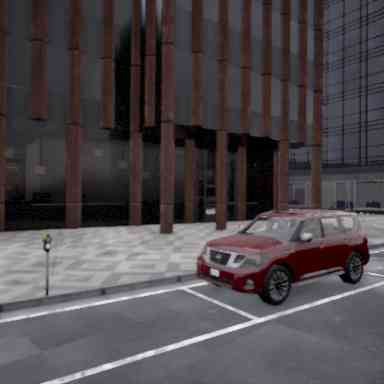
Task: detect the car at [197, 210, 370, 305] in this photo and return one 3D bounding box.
[{"bbox_3d":[2.537,1.407,8.461,5.009,1.841,2.192,1,-1,-36],"label":"car"}]
